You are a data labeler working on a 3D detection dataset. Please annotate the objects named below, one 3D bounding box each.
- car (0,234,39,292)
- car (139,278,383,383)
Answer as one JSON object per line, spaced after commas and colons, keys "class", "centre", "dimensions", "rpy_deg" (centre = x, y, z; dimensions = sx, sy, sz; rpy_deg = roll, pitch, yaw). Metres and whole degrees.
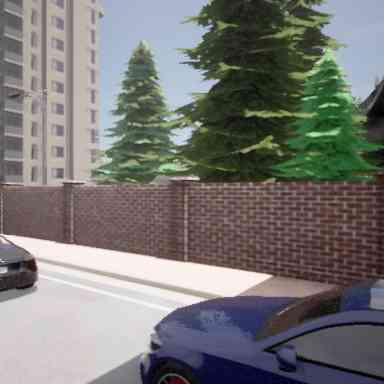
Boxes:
{"class": "car", "centre": [-5.497, 1.548, 7.858], "dimensions": [4.181, 1.385, 1.994], "rpy_deg": [0, 0, 36]}
{"class": "car", "centre": [1.651, 1.525, 2.820], "dimensions": [4.674, 1.442, 1.812], "rpy_deg": [0, 0, 35]}
